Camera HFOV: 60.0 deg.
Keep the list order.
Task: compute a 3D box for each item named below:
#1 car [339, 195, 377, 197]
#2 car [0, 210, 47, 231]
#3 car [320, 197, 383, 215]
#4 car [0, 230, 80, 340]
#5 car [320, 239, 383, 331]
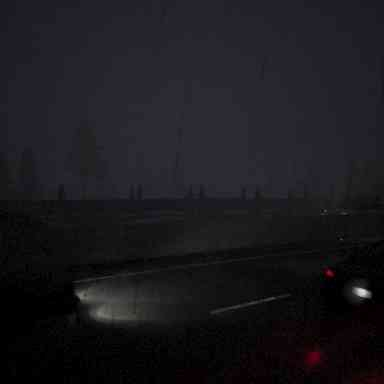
[{"bbox_3d":[14.380,1.272,30.149,5.566,2.045,2.150,1,0,-19],"label":"car"},{"bbox_3d":[-8.701,1.510,14.736,4.181,1.385,1.994,0,0,-34],"label":"car"},{"bbox_3d":[10.488,1.370,21.178,4.553,1.767,2.097,0,0,-22],"label":"car"},{"bbox_3d":[-4.527,1.524,4.751,5.357,1.411,2.033,0,0,-36],"label":"car"},{"bbox_3d":[4.407,1.562,6.262,4.181,1.385,1.994,0,0,-30],"label":"car"}]
